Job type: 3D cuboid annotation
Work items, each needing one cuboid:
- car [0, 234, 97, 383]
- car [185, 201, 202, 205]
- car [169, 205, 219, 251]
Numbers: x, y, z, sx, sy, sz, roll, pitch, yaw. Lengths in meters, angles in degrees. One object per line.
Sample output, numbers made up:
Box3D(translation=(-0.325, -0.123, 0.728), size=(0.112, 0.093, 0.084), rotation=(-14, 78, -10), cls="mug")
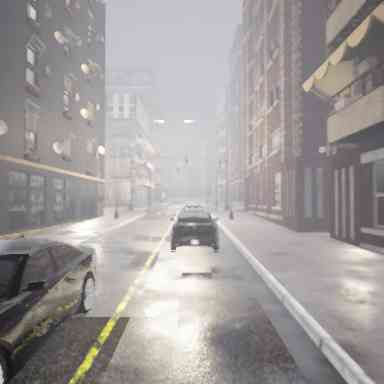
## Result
Box3D(translation=(-2.847, 1.477, 4.753), size=(1.882, 1.535, 5.008), rotation=(0, 0, 0), cls="car")
Box3D(translation=(0.112, 1.503, 28.570), size=(2.128, 1.511, 4.902), rotation=(0, 0, 0), cls="car")
Box3D(translation=(0.098, 1.505, 14.034), size=(1.837, 1.490, 4.892), rotation=(0, 0, 0), cls="car")
